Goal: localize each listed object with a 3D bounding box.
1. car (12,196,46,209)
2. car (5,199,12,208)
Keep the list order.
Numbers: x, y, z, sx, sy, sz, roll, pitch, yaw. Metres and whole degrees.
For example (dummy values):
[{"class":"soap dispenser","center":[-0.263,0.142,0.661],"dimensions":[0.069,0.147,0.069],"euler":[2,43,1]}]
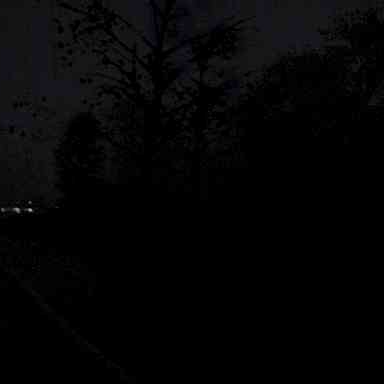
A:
[{"class":"car","center":[-21.653,1.309,44.938],"dimensions":[2.097,1.767,4.553],"euler":[1,-2,2]},{"class":"car","center":[-25.069,1.481,48.310],"dimensions":[1.882,1.535,5.008],"euler":[1,-2,2]}]
